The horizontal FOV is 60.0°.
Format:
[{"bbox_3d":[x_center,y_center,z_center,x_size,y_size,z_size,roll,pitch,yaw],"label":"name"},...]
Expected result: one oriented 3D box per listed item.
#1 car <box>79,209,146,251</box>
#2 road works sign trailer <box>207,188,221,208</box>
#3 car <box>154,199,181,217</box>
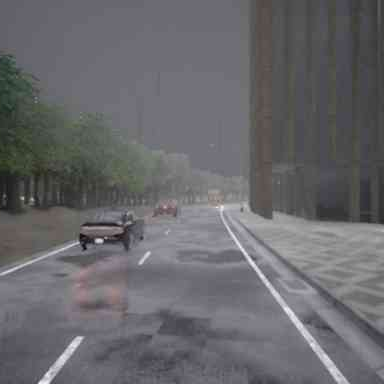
[{"bbox_3d":[-3.135,1.474,13.914,2.128,1.511,4.902,0,0,2],"label":"car"},{"bbox_3d":[3.971,1.110,60.353,2.380,3.560,2.880,0,-2,2],"label":"road works sign trailer"},{"bbox_3d":[-2.260,1.408,31.813,2.097,1.767,4.553,0,-1,4],"label":"car"}]
